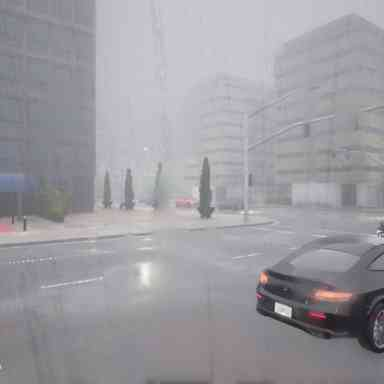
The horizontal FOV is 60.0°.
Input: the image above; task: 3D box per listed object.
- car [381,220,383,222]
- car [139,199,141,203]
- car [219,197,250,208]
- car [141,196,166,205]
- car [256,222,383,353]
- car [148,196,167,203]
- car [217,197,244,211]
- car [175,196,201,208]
[{"bbox_3d":[10.827,1.505,16.068,4.892,1.490,1.837,0,0,-36],"label":"car"},{"bbox_3d":[-8.767,1.564,65.750,1.994,1.385,4.181,0,0,-35],"label":"car"},{"bbox_3d":[6.309,1.505,50.362,1.837,1.490,4.892,0,0,-35],"label":"car"},{"bbox_3d":[-6.196,1.564,55.671,1.994,1.385,4.181,0,0,-35],"label":"car"},{"bbox_3d":[3.190,1.526,6.098,4.674,1.442,1.812,0,0,-35],"label":"car"},{"bbox_3d":[-7.371,1.599,69.788,1.895,1.301,4.718,0,0,-35],"label":"car"},{"bbox_3d":[4.885,1.564,39.858,1.994,1.385,4.181,0,0,-35],"label":"car"},{"bbox_3d":[-0.500,1.352,47.535,2.097,1.767,4.553,0,0,-35],"label":"car"}]
